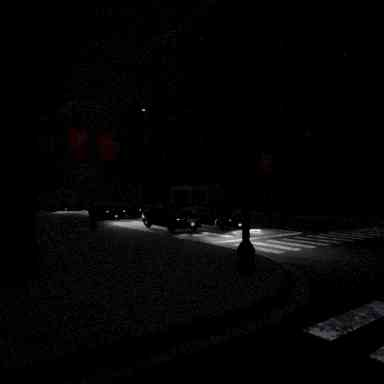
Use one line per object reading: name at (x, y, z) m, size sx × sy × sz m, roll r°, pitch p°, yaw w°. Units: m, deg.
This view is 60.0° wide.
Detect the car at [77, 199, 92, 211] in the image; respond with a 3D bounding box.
car at (-14.057, 1.655, 43.898) m, size 2.128 × 1.511 × 4.902 m, roll 0°, pitch 0°, yaw -35°

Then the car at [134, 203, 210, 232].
car at (-1.387, 1.548, 20.661) m, size 2.128 × 1.511 × 4.902 m, roll 0°, pitch 0°, yaw -36°

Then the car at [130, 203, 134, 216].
car at (-5.206, 1.707, 31.535) m, size 1.895 × 1.301 × 4.718 m, roll 0°, pitch 0°, yaw -36°

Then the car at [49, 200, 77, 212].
car at (-16.571, 1.704, 41.823) m, size 2.033 × 1.411 × 5.357 m, roll 0°, pitch 0°, yaw -35°

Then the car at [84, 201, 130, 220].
car at (-7.519, 1.698, 29.190) m, size 1.895 × 1.301 × 4.718 m, roll 0°, pitch 0°, yaw -36°

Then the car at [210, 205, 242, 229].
car at (1.454, 1.609, 22.338) m, size 2.033 × 1.411 × 5.357 m, roll 0°, pitch 0°, yaw -33°
